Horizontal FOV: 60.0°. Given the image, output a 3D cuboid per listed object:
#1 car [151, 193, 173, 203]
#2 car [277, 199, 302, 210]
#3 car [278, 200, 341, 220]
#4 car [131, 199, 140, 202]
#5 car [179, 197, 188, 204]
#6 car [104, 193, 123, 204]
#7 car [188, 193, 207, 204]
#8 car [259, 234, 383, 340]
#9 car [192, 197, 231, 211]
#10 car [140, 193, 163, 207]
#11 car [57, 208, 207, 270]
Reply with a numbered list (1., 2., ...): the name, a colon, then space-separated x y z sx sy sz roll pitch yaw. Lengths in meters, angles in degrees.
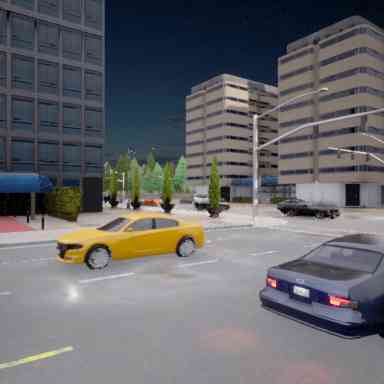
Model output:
1. car: -6.367 1.223 69.982 2.150 2.045 5.566 0 0 -35
2. car: 10.700 1.491 33.128 2.128 1.511 4.902 0 0 -35
3. car: 9.979 1.601 28.058 1.895 1.301 4.718 0 0 -35
4. car: -9.540 1.601 62.099 1.895 1.301 4.718 0 0 -34
5. car: -0.647 1.564 61.855 1.994 1.385 4.181 0 0 -34
6. car: -15.251 1.217 64.234 2.150 2.045 5.566 0 0 -35
7. car: 2.328 1.222 45.073 2.150 2.045 5.566 0 0 -35
8. car: 3.702 1.547 6.462 5.357 1.411 2.033 0 0 -35
9. car: 2.390 1.601 38.885 1.895 1.301 4.718 0 0 -35
10. car: -5.454 1.352 50.093 2.097 1.767 4.553 0 0 -35
11. car: -1.880 1.477 11.212 5.008 1.535 1.882 0 0 -35
